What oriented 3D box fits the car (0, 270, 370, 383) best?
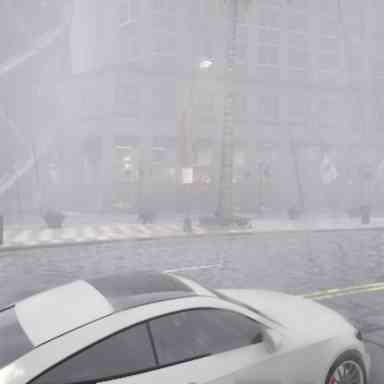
[{"bbox_3d":[-0.283,1.527,3.148,4.674,1.442,1.812,0,0,-33],"label":"car"}]
